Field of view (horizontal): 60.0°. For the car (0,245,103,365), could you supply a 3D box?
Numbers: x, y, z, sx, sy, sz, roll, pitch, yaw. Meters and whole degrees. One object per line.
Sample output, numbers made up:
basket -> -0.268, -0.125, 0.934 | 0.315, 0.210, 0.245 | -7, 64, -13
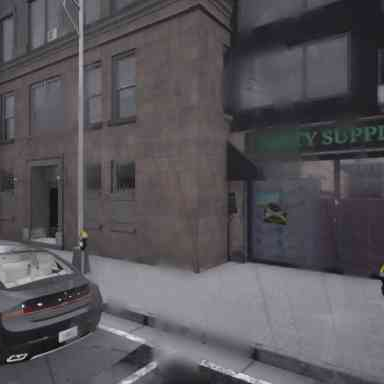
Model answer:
car -> -3.331, 1.552, 5.453 | 4.403, 1.369, 2.008 | 0, 0, 35
